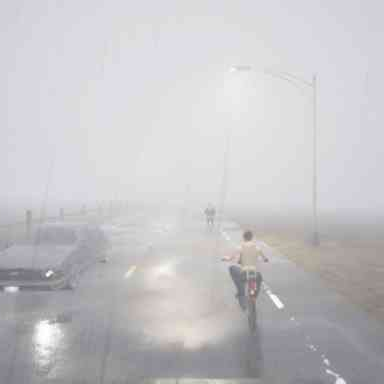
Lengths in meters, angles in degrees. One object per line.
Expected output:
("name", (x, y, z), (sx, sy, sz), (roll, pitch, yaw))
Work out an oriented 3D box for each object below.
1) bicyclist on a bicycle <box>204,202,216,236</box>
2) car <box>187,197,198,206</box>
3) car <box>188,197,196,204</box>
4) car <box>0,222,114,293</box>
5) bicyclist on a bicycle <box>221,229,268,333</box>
("bicyclist on a bicycle", (0.973, 1.425, 17.976), (0.659, 1.776, 1.843), (0, 0, 0))
("car", (0.096, 1.836, 61.896), (2.128, 1.511, 4.902), (0, -1, 0))
("car", (0.042, 1.969, 76.759), (1.837, 1.490, 4.892), (0, -1, 0))
("car", (-3.595, 1.568, 9.302), (2.033, 1.411, 5.357), (0, 0, 0))
("bicyclist on a bicycle", (0.960, 1.449, 5.841), (0.866, 1.612, 1.509), (0, -1, 0))
